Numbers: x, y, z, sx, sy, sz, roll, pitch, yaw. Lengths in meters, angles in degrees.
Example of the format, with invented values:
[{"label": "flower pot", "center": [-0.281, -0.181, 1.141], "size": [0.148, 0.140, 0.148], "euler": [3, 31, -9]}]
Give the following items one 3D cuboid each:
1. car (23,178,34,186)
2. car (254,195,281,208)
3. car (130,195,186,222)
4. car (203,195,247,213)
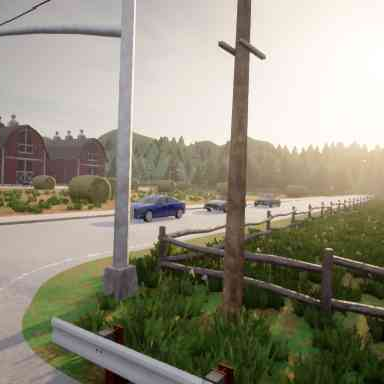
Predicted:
[{"label": "car", "center": [-38.863, -2.310, 79.368], "size": [1.905, 1.878, 3.866], "euler": [8, 2, -13]}, {"label": "car", "center": [8.616, 1.001, 37.795], "size": [1.994, 1.385, 4.181], "euler": [3, 2, 33]}, {"label": "car", "center": [-2.350, 0.947, 21.185], "size": [1.882, 1.535, 5.008], "euler": [3, 2, 33]}, {"label": "car", "center": [3.095, 1.000, 29.443], "size": [2.033, 1.411, 5.357], "euler": [3, 2, 33]}]
